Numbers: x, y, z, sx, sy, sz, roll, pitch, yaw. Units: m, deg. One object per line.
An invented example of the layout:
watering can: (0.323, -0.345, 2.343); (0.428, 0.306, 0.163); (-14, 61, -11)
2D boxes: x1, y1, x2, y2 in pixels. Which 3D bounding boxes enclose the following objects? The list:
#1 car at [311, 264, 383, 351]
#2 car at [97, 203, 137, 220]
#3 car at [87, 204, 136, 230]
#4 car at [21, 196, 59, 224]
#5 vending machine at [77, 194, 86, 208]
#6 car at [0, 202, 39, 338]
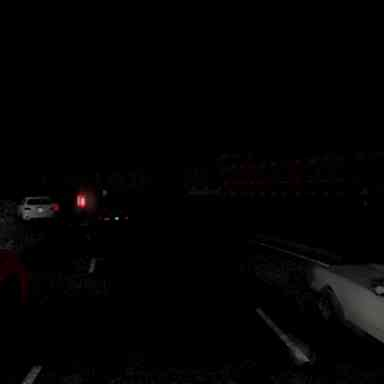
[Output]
car: (3.355, 1.589, 4.234); (1.895, 1.301, 4.718); (0, 0, -5)
car: (-7.011, 1.722, 30.761); (1.895, 1.301, 4.718); (0, 0, -35)
car: (-5.584, 1.638, 21.883); (2.033, 1.411, 5.357); (0, 0, -27)
car: (-12.214, 1.366, 25.791); (2.150, 2.045, 5.566); (0, 0, -33)
vending machine: (-17.197, 1.436, 51.864); (1.100, 2.100, 0.880); (0, 0, -36)
car: (-3.775, 1.255, 3.455); (2.150, 2.045, 5.566); (0, 0, -5)
